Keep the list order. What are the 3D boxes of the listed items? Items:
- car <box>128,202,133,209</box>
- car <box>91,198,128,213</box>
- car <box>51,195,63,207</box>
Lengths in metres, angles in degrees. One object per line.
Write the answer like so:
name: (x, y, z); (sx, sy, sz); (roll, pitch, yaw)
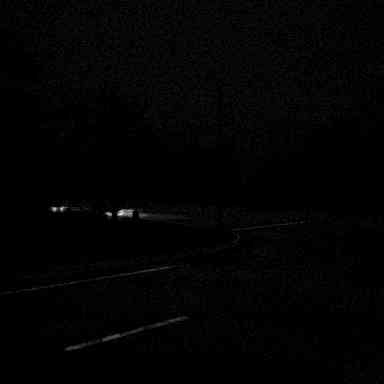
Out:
car: (-9.380, 1.411, 41.657); (2.033, 1.411, 5.357); (-1, 0, -39)
car: (-9.255, 1.383, 35.917); (2.128, 1.511, 4.902); (-1, 0, -39)
car: (-21.298, 1.502, 51.009); (2.128, 1.511, 4.902); (-1, 0, -39)
